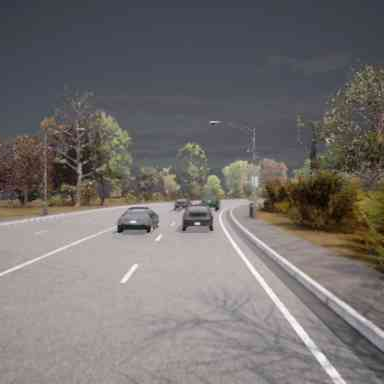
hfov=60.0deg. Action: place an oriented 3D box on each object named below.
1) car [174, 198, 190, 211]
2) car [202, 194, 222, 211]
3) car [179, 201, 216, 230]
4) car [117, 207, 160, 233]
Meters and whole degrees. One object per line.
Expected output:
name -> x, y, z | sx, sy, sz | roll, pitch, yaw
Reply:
car -> -1.006, 1.569, 42.652 | 1.837, 1.490, 4.892 | 0, 0, 9
car -> 2.538, 1.289, 42.798 | 2.150, 2.045, 5.566 | 0, 0, 10
car -> 0.406, 1.535, 21.132 | 1.837, 1.490, 4.892 | 0, 0, 2
car -> -3.133, 1.591, 20.089 | 1.994, 1.385, 4.181 | 0, 0, 2
